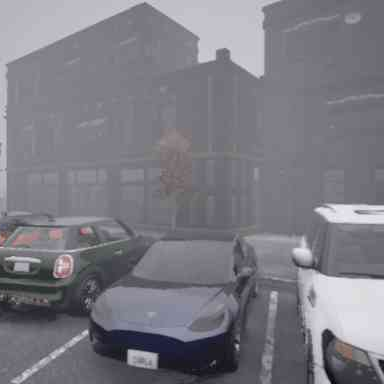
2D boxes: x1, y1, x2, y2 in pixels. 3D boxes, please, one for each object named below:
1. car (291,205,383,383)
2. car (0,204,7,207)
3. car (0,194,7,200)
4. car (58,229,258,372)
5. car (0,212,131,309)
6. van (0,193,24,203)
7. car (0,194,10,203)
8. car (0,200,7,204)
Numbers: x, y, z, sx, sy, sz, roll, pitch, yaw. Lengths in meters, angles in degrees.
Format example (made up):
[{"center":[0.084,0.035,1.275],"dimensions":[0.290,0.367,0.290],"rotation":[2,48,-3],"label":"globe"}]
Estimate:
[{"center":[2.532,1.233,4.301],"dimensions":[2.435,2.045,5.566],"rotation":[1,-1,16],"label":"car"},{"center":[-4.803,1.336,9.543],"dimensions":[2.185,1.767,4.553],"rotation":[0,-1,16],"label":"car"},{"center":[-28.278,1.432,45.824],"dimensions":[4.792,1.488,2.163],"rotation":[1,1,14],"label":"car"},{"center":[0.091,1.506,6.046],"dimensions":[2.163,1.488,4.792],"rotation":[1,-1,16],"label":"car"},{"center":[-2.363,1.342,7.796],"dimensions":[2.185,1.767,4.553],"rotation":[0,-1,16],"label":"car"},{"center":[-35.598,1.160,65.448],"dimensions":[4.442,1.987,1.878],"rotation":[-1,0,14],"label":"van"},{"center":[-37.202,1.258,62.933],"dimensions":[4.553,1.767,2.185],"rotation":[-1,-1,14],"label":"car"},{"center":[-9.660,1.325,13.095],"dimensions":[2.185,1.767,4.553],"rotation":[1,-1,15],"label":"car"}]
